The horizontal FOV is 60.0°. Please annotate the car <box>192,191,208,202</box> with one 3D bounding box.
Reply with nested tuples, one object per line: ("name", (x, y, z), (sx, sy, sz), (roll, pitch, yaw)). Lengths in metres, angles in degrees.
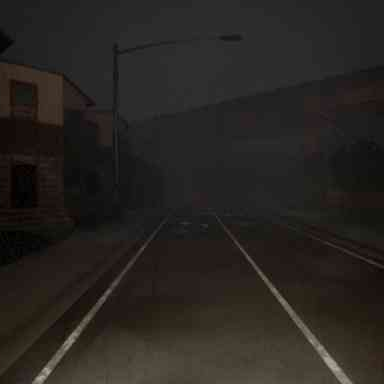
("car", (1.228, 0.564, 47.551), (1.882, 1.535, 5.008), (0, 1, 7))
